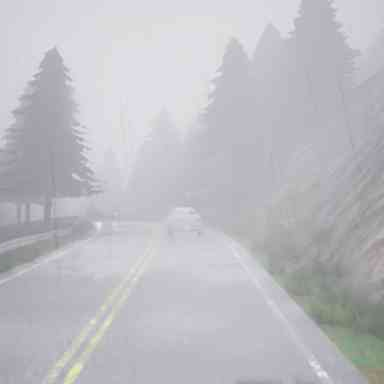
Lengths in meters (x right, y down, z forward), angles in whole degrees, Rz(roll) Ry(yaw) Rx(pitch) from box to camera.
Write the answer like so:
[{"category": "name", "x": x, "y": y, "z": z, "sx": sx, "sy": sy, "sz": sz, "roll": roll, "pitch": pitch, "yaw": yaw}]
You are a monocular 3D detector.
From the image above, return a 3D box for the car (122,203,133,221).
[{"category": "car", "x": -8.728, "y": 2.344, "z": 37.575, "sx": 2.150, "sy": 2.045, "sz": 5.566, "roll": 4, "pitch": -8, "yaw": -38}]

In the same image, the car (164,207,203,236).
[{"category": "car", "x": -0.553, "y": 1.585, "z": 18.870, "sx": 1.812, "sy": 1.442, "sz": 4.674, "roll": 1, "pitch": -1, "yaw": -8}]

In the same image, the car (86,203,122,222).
[{"category": "car", "x": -8.689, "y": 2.048, "z": 31.561, "sx": 1.837, "sy": 1.490, "sz": 4.892, "roll": 4, "pitch": -6, "yaw": -32}]
